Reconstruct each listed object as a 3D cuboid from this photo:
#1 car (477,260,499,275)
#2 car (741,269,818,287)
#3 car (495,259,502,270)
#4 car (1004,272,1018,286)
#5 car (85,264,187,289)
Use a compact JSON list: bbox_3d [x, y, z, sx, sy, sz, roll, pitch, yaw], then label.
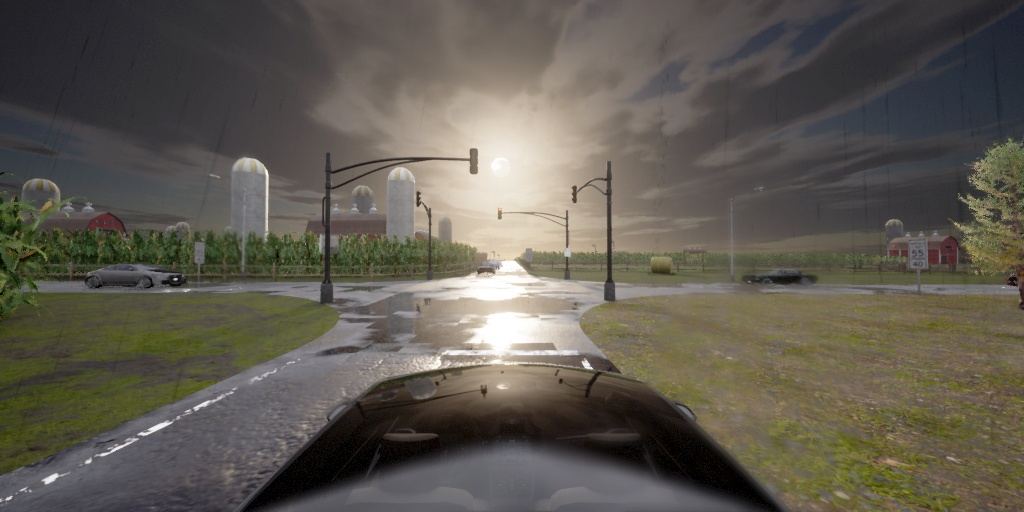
[{"bbox_3d":[-2.735,1.382,38.950,1.895,1.301,4.718,0,0,-1],"label":"car"},{"bbox_3d":[19.622,1.586,26.466,4.718,1.301,1.895,1,-1,-4],"label":"car"},{"bbox_3d":[-2.841,1.327,53.666,1.812,1.442,4.674,0,0,0],"label":"car"},{"bbox_3d":[41.725,1.548,28.097,4.553,1.767,2.097,1,-1,-4],"label":"car"},{"bbox_3d":[-21.023,1.116,20.163,4.181,1.385,1.994,1,-1,-3],"label":"car"}]
